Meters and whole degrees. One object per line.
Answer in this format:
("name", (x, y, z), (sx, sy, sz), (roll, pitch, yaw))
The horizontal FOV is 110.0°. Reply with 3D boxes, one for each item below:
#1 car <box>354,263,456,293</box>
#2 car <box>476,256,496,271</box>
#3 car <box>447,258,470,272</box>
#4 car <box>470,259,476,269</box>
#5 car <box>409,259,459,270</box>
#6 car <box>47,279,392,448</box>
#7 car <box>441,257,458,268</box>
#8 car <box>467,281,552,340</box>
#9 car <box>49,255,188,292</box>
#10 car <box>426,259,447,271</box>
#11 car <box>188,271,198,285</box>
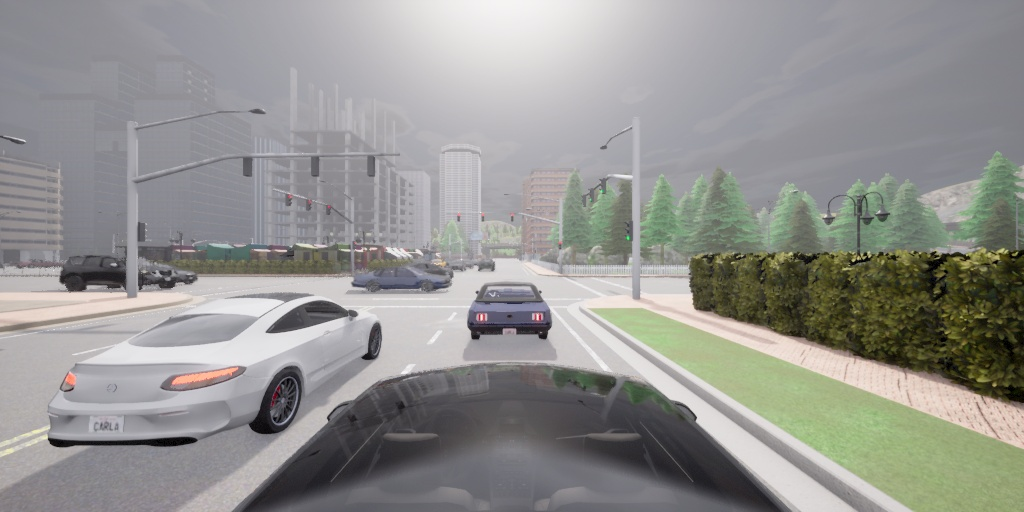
("car", (-6.193, 1.300, 20.327), (5.357, 1.411, 2.033), (0, 0, 2))
("car", (-3.382, 1.109, 49.471), (2.097, 1.767, 4.553), (0, 0, 0))
("car", (-7.082, 1.262, 46.914), (1.837, 1.490, 4.892), (0, 0, 0))
("car", (-7.061, 1.263, 56.023), (1.837, 1.490, 4.892), (0, 0, 0))
("car", (-7.019, 1.259, 28.768), (4.892, 1.490, 1.837), (0, 2, -44))
("car", (-3.506, 1.276, 5.375), (1.812, 1.442, 4.674), (0, 0, -1))
("car", (-10.538, 1.111, 60.606), (2.097, 1.767, 4.553), (0, 0, 0))
("car", (-0.091, 1.352, 9.982), (1.895, 1.301, 4.718), (0, 0, -1))
("car", (-22.591, 0.974, 20.758), (5.566, 2.045, 2.150), (0, 0, 2))
("car", (-10.573, 1.235, 50.536), (1.882, 1.535, 5.008), (0, 0, 0))
("car", (-24.141, 1.258, 24.309), (4.892, 1.490, 1.837), (0, 0, 2))
